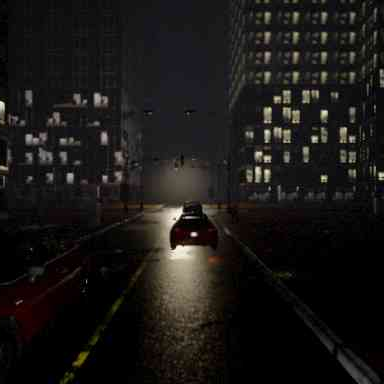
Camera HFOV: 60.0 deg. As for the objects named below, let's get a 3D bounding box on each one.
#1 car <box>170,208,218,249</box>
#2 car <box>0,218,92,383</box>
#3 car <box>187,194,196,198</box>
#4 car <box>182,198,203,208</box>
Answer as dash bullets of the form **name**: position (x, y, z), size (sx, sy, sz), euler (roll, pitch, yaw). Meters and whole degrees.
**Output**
- **car**: position (0.075, 1.612, 14.836), size (1.994, 1.385, 4.181), euler (0, 0, 0)
- **car**: position (-3.106, 1.367, 4.989), size (2.097, 1.767, 4.553), euler (0, 0, 0)
- **car**: position (-0.150, 1.558, 83.152), size (2.150, 2.045, 5.566), euler (0, 0, 0)
- **car**: position (0.045, 1.599, 31.693), size (2.128, 1.511, 4.902), euler (0, 0, 0)
